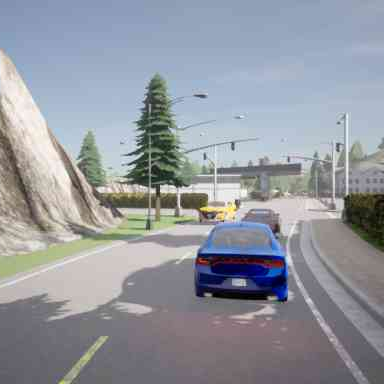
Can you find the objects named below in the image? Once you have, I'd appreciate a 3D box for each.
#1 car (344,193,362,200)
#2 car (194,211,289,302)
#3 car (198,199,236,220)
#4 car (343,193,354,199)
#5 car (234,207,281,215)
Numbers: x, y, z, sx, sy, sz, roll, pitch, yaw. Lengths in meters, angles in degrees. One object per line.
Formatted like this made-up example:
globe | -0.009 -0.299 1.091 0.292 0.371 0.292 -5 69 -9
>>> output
car | 40.119 1.077 82.984 3.866 1.878 1.905 0 0 19
car | 1.281 1.478 8.440 1.882 1.535 5.008 0 0 10
car | 1.944 1.284 24.163 1.882 1.535 5.008 0 0 19
car | 38.469 1.361 80.034 3.806 1.475 1.970 0 0 19
car | 3.677 1.564 17.631 1.994 1.385 4.181 0 0 17
